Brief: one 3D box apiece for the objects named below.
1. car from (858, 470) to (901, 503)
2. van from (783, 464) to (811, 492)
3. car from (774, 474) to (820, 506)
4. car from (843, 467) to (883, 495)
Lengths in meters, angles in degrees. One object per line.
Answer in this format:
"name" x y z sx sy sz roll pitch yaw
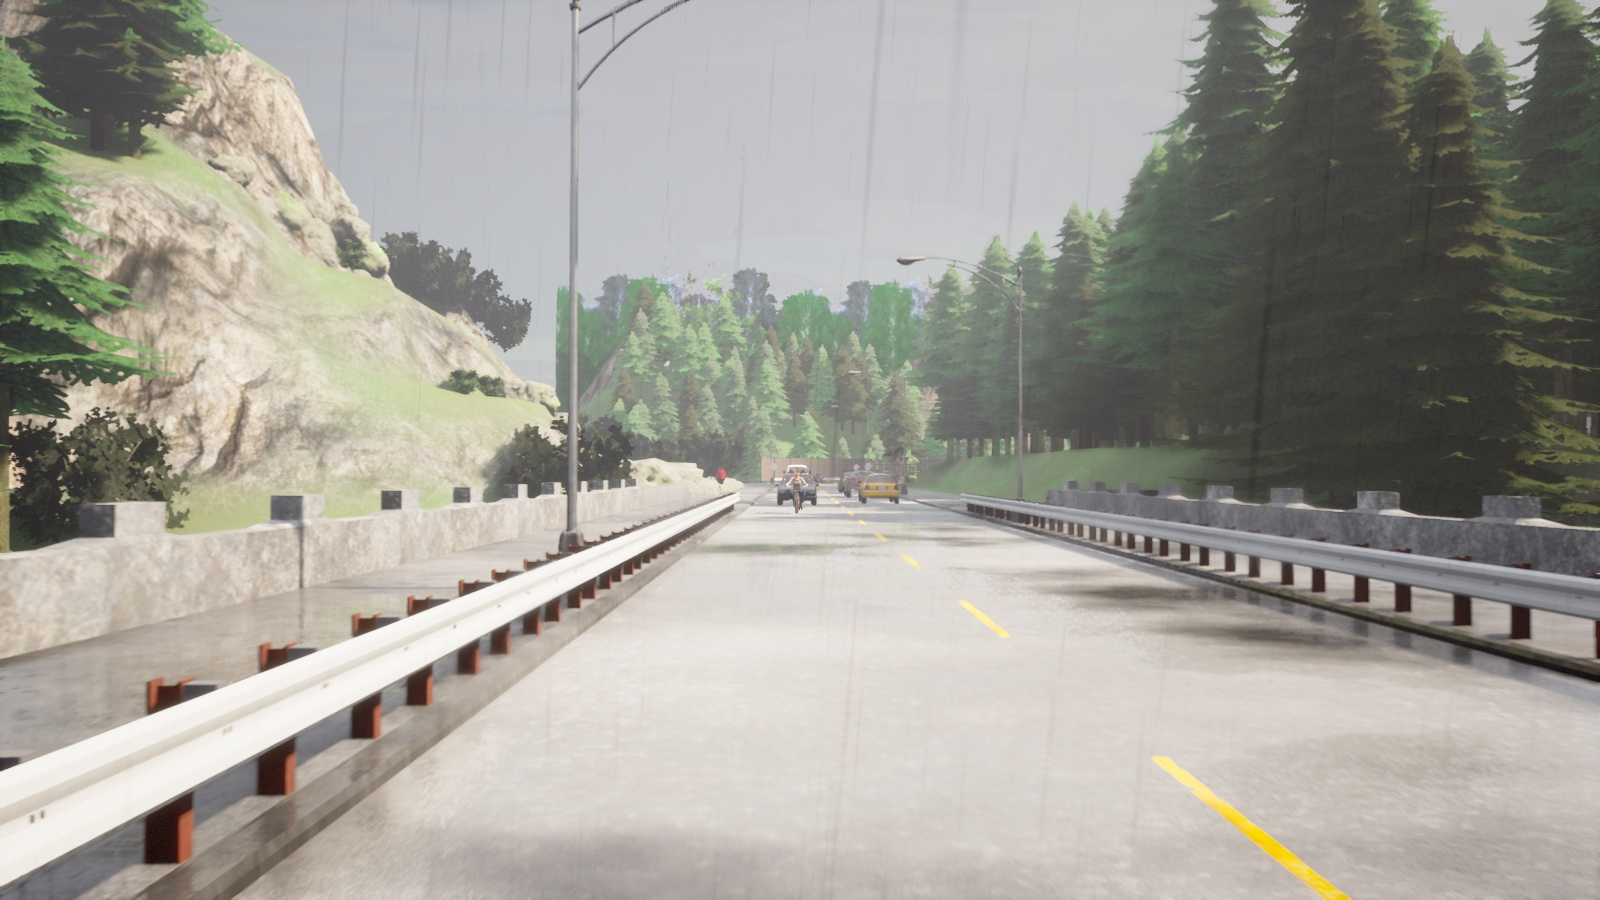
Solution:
"car" 3.869 1.772 61.836 1.801 1.575 5.366 0 -1 0
"van" -0.206 2.111 93.828 2.069 2.038 4.480 0 -1 0
"car" -0.126 1.846 58.710 2.033 1.411 5.357 0 -1 0
"car" 3.833 1.868 77.034 2.152 1.651 5.027 0 -1 0
